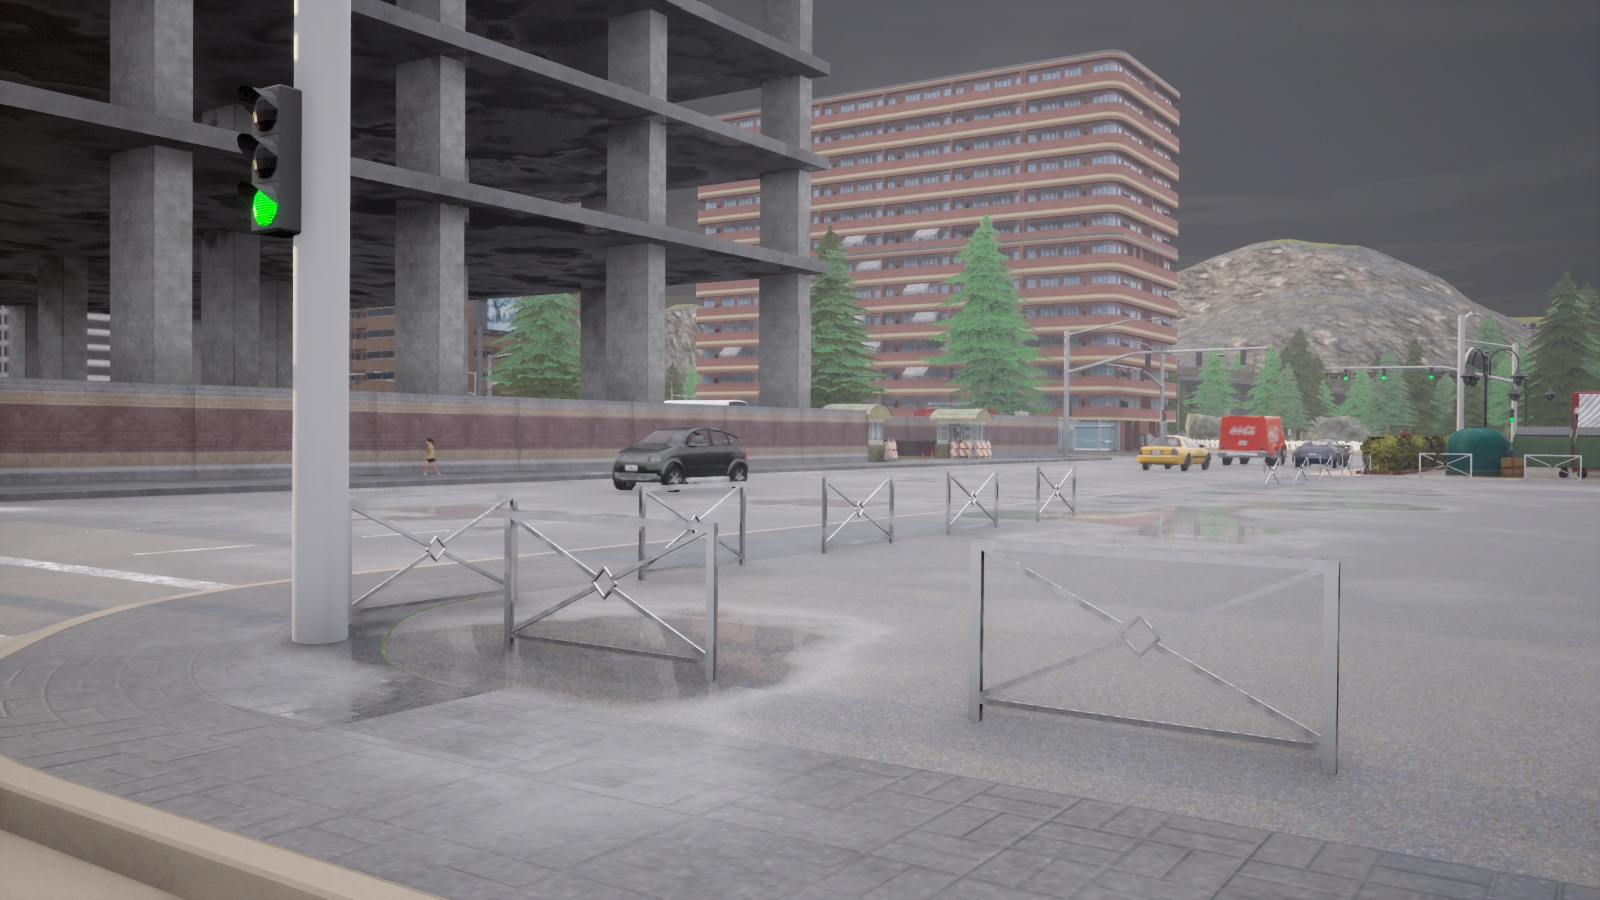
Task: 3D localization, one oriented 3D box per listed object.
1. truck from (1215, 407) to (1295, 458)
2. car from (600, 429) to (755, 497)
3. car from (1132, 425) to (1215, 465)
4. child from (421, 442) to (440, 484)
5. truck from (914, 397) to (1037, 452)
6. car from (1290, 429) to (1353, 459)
[{"bbox_3d":[22.948,-0.881,63.174,2.627,2.467,5.204,0,1,33],"label":"truck"},{"bbox_3d":[-2.901,0.266,30.348,1.789,1.549,3.705,0,1,33],"label":"car"},{"bbox_3d":[15.503,-0.234,51.890,1.801,1.575,5.366,0,1,33],"label":"car"},{"bbox_3d":[-9.778,0.345,33.236,0.394,1.110,0.255,-1,1,-41],"label":"child"},{"bbox_3d":[12.721,-1.797,91.465,8.468,3.827,2.891,0,1,34],"label":"truck"},{"bbox_3d":[24.818,-0.299,59.653,1.994,1.385,4.181,0,1,33],"label":"car"}]
